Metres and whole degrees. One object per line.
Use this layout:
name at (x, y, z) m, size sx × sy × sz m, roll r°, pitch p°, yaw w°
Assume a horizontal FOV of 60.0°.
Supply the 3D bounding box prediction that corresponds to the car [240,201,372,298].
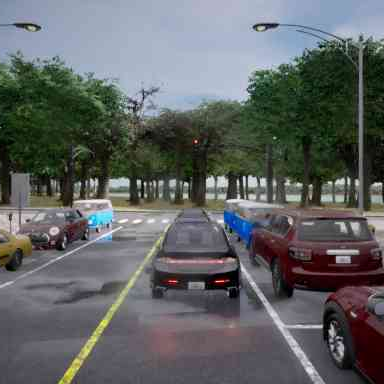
car at (2.755, 1.315, 8.450) m, size 2.192 × 1.841 × 5.009 m, roll 0°, pitch 0°, yaw 0°

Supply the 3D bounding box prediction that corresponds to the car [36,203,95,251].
car at (-5.774, 1.441, 13.882) m, size 1.967 × 1.590 × 4.097 m, roll 0°, pitch 0°, yaw 0°

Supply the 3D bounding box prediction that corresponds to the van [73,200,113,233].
van at (-5.777, 1.343, 19.320) m, size 1.690 × 1.788 × 3.998 m, roll 0°, pitch 0°, yaw 0°

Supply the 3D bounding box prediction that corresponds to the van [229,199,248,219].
van at (2.751, 1.342, 13.888) m, size 1.690 × 1.788 × 3.998 m, roll 0°, pitch 0°, yaw 0°

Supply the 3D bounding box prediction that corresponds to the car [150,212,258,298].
car at (0.084, 1.492, 8.480) m, size 2.128 × 1.511 × 4.902 m, roll 0°, pitch 0°, yaw 0°

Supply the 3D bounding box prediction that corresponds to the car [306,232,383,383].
car at (2.759, 1.440, 3.012) m, size 1.967 × 1.590 × 4.097 m, roll 0°, pitch 0°, yaw 0°

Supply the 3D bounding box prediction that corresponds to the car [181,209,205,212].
car at (0.045, 1.566, 17.399) m, size 1.994 × 1.385 × 4.181 m, roll 0°, pitch 0°, yaw 1°

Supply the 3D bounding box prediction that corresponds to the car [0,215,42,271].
car at (-5.770, 1.526, 8.275) m, size 1.752 × 1.417 × 4.829 m, roll 0°, pitch 0°, yaw 0°

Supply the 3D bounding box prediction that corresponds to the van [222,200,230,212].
van at (2.748, 1.343, 19.325) m, size 1.690 × 1.788 × 3.998 m, roll 0°, pitch 0°, yaw 0°
